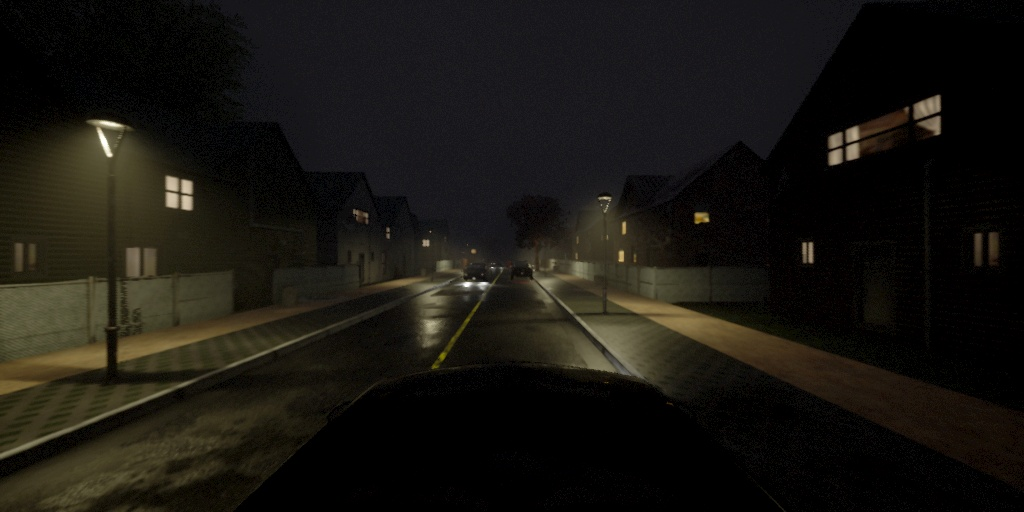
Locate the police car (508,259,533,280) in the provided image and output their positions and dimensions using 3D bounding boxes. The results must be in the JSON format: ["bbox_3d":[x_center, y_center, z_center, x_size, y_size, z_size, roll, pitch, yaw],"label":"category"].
[{"bbox_3d":[0.822,1.186,31.424,1.930,1.638,5.238,0,0,0],"label":"police car"}]

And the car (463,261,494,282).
[{"bbox_3d":[-2.851,1.304,29.559,2.033,1.411,5.357,0,0,0],"label":"car"}]
